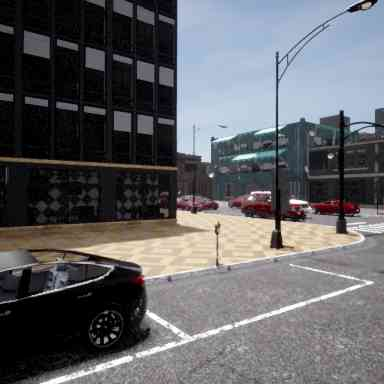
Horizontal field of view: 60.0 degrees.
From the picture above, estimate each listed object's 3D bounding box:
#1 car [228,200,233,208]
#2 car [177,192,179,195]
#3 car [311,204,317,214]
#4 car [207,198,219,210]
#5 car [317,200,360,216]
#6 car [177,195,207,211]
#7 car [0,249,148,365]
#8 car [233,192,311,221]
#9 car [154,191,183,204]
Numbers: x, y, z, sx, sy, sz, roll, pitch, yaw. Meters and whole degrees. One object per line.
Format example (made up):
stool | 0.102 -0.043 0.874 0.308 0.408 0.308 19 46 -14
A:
car | 6.032 1.130 38.674 1.967 1.590 4.097 1 0 -36
car | -0.528 1.101 47.619 2.008 1.369 4.403 1 0 -36
car | 7.036 1.001 27.496 2.150 2.045 5.566 0 1 -36
car | 1.031 1.218 35.688 1.994 1.385 4.181 0 1 -36
car | 12.589 1.371 29.728 1.887 1.381 4.507 1 0 -36
car | -0.729 1.231 33.719 1.802 1.307 4.206 1 0 -36
car | -2.706 1.566 4.624 4.313 1.339 1.947 0 0 -35
car | 5.836 1.101 24.773 2.192 1.841 5.009 1 0 -36
car | -3.802 0.793 52.091 2.192 1.841 5.009 1 0 -36
